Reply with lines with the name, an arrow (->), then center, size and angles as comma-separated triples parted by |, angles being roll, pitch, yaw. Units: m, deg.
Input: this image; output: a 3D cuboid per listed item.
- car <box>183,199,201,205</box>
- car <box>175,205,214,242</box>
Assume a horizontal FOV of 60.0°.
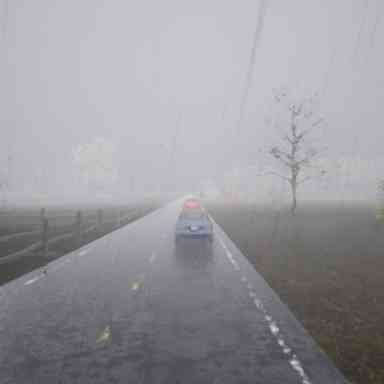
car -> 0.016, 1.538, 38.897 | 2.097, 1.767, 4.553 | 0, 0, 0
car -> 0.091, 1.634, 16.914 | 2.033, 1.411, 5.357 | 0, 0, 0
